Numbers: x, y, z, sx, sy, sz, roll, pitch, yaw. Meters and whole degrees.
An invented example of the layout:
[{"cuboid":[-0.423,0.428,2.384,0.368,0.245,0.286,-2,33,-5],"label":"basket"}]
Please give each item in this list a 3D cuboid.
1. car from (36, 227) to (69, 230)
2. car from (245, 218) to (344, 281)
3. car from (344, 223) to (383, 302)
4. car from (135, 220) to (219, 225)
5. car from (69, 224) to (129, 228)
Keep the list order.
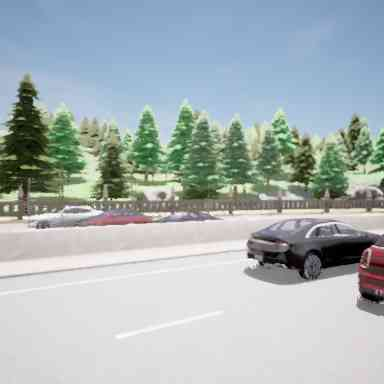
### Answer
[{"cuboid":[-7.314,1.546,19.859,4.674,1.442,1.812,0,0,-31],"label":"car"},{"cuboid":[3.865,1.539,10.009,4.902,1.511,2.128,0,0,-30],"label":"car"},{"cuboid":[5.638,1.400,6.970,4.553,1.767,2.097,0,0,-30],"label":"car"},{"cuboid":[-0.334,1.608,15.860,4.181,1.385,1.994,0,0,-30],"label":"car"},{"cuboid":[-4.047,1.595,17.721,4.181,1.385,1.994,0,0,-30],"label":"car"}]
